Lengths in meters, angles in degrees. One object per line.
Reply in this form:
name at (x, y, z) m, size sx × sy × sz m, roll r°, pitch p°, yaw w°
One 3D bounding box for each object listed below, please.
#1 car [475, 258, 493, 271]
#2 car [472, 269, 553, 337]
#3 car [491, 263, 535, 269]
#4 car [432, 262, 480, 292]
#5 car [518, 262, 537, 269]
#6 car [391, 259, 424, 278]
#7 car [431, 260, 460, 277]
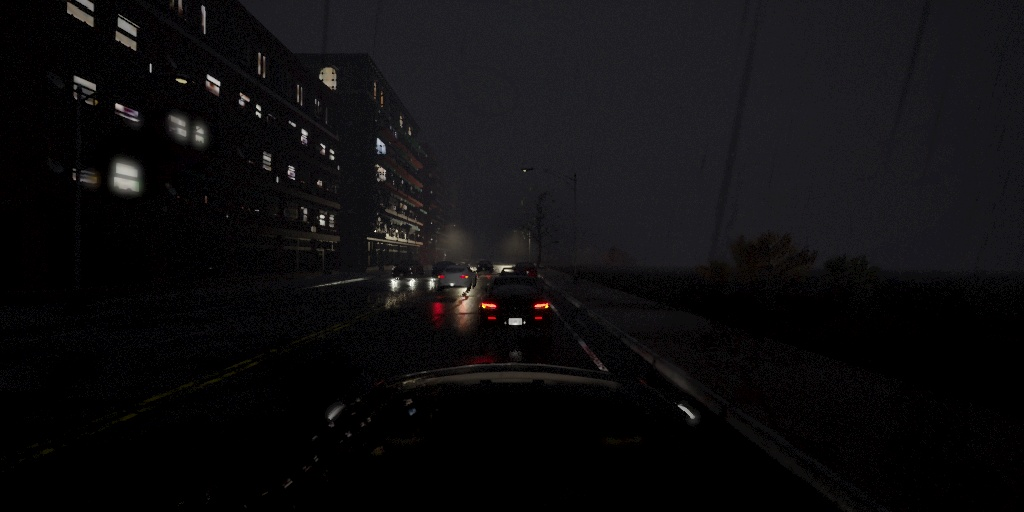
car at (-3.264, 1.280, 43.414) m, size 1.812 × 1.442 × 4.674 m, roll 0°, pitch 0°, yaw 0°
car at (0.069, 1.277, 10.203) m, size 1.812 × 1.442 × 4.674 m, roll 0°, pitch 0°, yaw 0°
car at (0.050, 1.317, 20.370) m, size 1.994 × 1.385 × 4.181 m, roll 0°, pitch 0°, yaw 0°
car at (-3.205, 1.279, 21.428) m, size 1.812 × 1.442 × 4.674 m, roll 0°, pitch 0°, yaw 0°
car at (1.061, 1.232, 29.899) m, size 1.882 × 1.535 × 5.008 m, roll 0°, pitch 0°, yaw 0°
car at (-9.941, 1.106, 34.445) m, size 2.097 × 1.767 × 4.553 m, roll 0°, pitch 0°, yaw 0°
car at (-6.694, 1.231, 35.516) m, size 1.882 × 1.535 × 5.008 m, roll 0°, pitch 0°, yaw 0°
